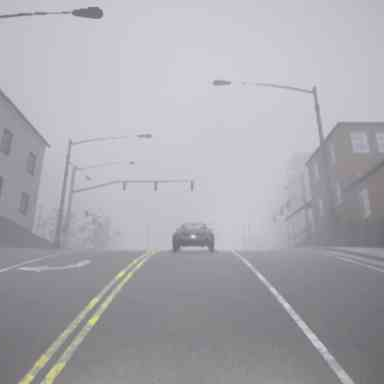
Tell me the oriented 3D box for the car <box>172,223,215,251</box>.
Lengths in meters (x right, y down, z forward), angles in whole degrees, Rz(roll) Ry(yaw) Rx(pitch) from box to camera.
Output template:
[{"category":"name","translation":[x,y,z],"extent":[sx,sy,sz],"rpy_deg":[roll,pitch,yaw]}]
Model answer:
[{"category":"car","translation":[0.115,2.279,16.825],"extent":[1.994,1.385,4.181],"rpy_deg":[0,-9,2]}]
